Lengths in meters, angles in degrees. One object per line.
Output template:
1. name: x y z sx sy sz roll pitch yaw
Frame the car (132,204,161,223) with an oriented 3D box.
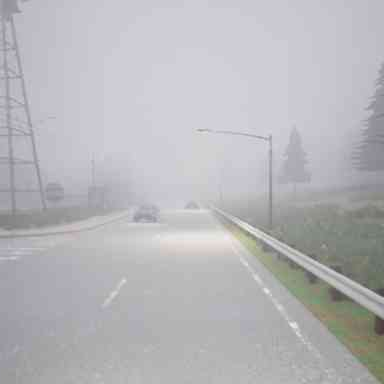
1. car: -3.639 1.708 27.708 2.033 1.411 5.357 0 0 0

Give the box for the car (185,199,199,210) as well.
1. car: 0.002 1.805 48.340 1.812 1.442 4.674 0 0 0
